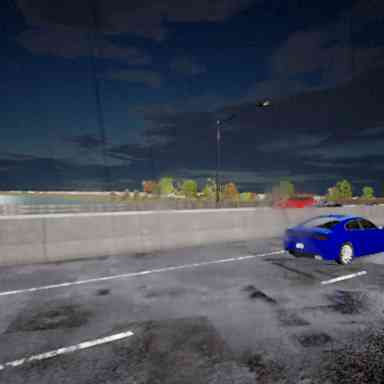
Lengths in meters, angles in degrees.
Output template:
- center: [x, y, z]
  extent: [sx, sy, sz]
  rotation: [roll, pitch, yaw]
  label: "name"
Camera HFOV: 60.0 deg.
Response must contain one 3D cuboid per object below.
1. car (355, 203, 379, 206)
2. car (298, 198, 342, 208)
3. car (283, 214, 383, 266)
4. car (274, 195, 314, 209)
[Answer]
- center: [17.398, 1.755, 33.160]
  extent: [4.181, 1.385, 1.994]
  rotation: [0, 0, -34]
  label: "car"
- center: [13.834, 1.670, 34.966]
  extent: [4.902, 1.511, 2.128]
  rotation: [0, 0, -34]
  label: "car"
- center: [5.411, 1.537, 11.854]
  extent: [5.008, 1.535, 1.882]
  rotation: [0, 0, -35]
  label: "car"
- center: [11.776, 1.398, 37.802]
  extent: [5.566, 2.045, 2.150]
  rotation: [0, 0, -34]
  label: "car"
